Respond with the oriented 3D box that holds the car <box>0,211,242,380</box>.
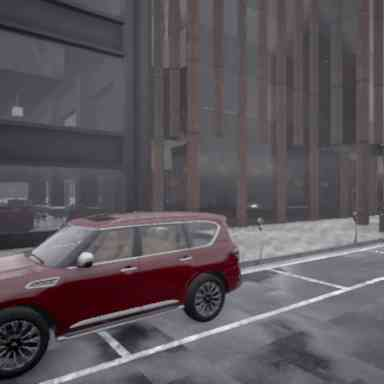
[{"bbox_3d":[-1.364,1.313,5.676,5.009,1.841,2.192,0,0,-36],"label":"car"}]
